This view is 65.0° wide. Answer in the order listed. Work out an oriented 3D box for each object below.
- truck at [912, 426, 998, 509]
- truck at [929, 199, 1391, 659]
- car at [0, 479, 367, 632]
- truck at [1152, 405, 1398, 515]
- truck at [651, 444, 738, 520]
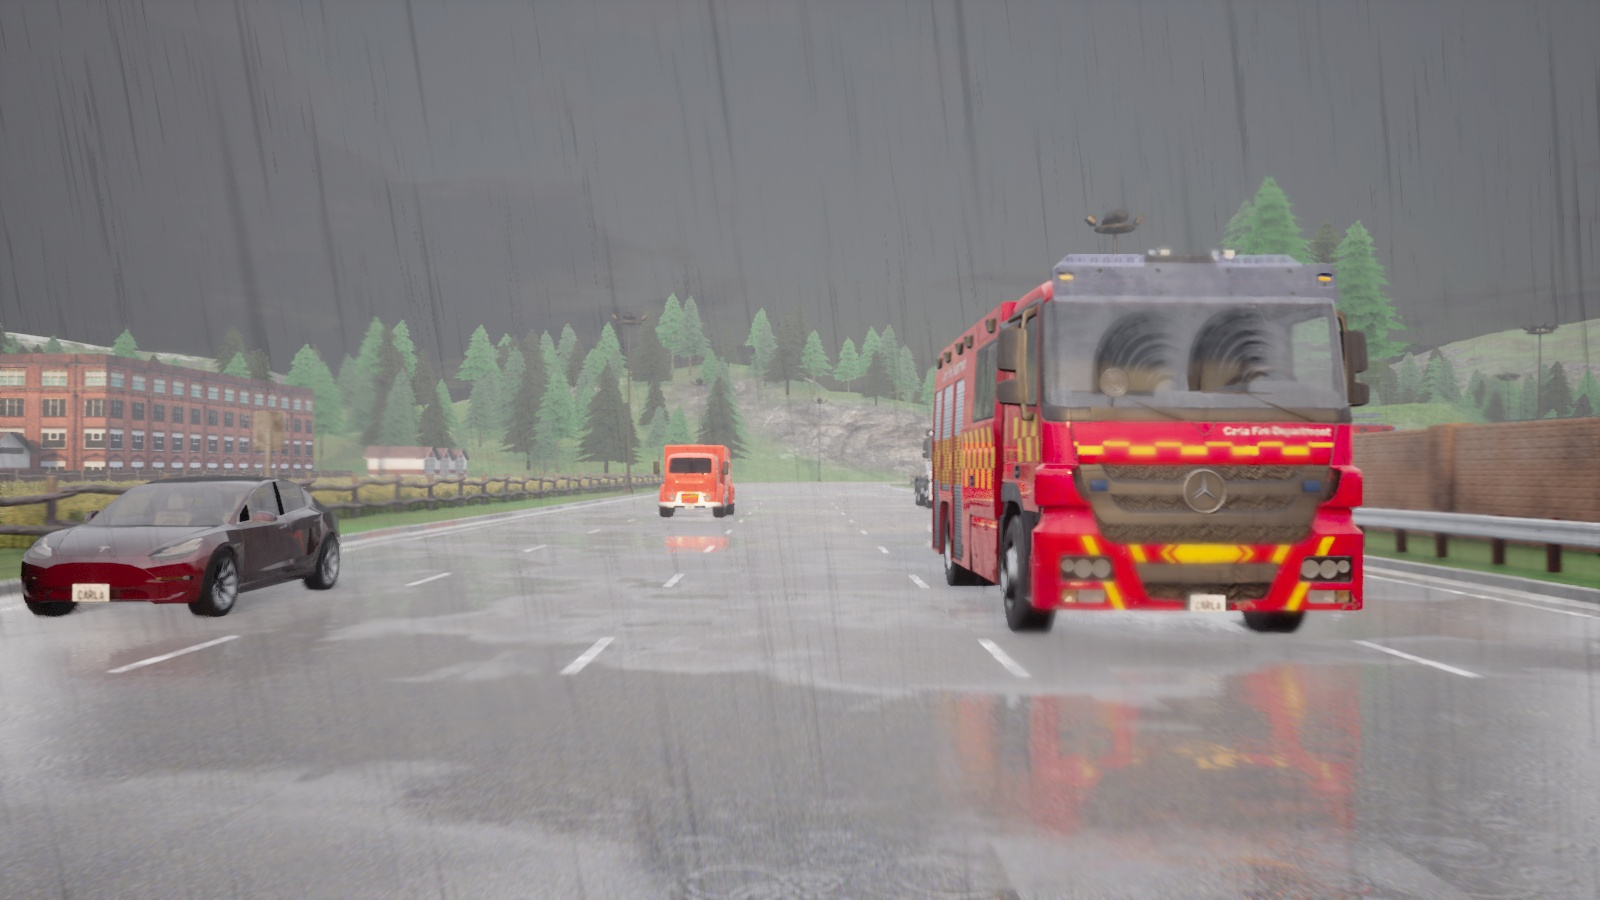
[{"bbox_3d":[6.857,0.784,56.712,2.891,3.462,7.936,0,-1,0],"label":"truck"},{"bbox_3d":[3.437,-0.109,14.715,2.891,3.827,8.468,0,-1,0],"label":"truck"},{"bbox_3d":[-7.037,1.100,14.887,2.163,1.488,4.792,0,-1,0],"label":"car"},{"bbox_3d":[17.606,0.384,46.588,8.468,3.827,2.891,0,-1,-16],"label":"truck"},{"bbox_3d":[-3.610,1.101,43.933,2.627,2.467,5.204,0,-1,0],"label":"truck"}]
